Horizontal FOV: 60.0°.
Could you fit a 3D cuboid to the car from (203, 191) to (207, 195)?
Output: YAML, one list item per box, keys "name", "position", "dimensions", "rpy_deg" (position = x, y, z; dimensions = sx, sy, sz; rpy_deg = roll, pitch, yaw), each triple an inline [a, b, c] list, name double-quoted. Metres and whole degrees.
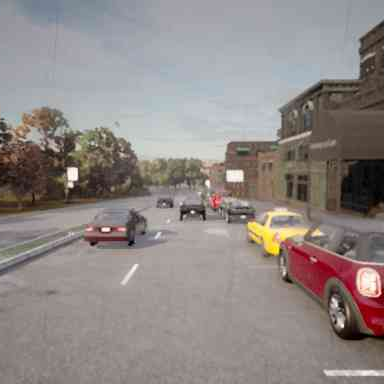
- name: "car"
  position: [3.139, 0.999, 51.186]
  dimensions: [1.946, 1.575, 5.366]
  rpy_deg: [0, 1, 0]

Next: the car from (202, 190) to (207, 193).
- name: "car"
  position: [3.182, 0.939, 58.057]
  dimensions: [2.231, 1.521, 4.892]
  rpy_deg: [0, 1, 1]

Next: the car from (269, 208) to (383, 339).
- name: "car"
  position: [3.219, 1.291, 6.643]
  dimensions: [2.185, 1.767, 4.553]
  rpy_deg: [0, 1, 0]

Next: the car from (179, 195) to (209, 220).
- name: "car"
  position: [0.059, 1.238, 25.606]
  dimensions: [1.882, 1.535, 5.008]
  rpy_deg: [0, 1, 0]

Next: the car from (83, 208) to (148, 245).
- name: "car"
  position: [-3.170, 1.409, 14.711]
  dimensions: [2.033, 1.411, 5.357]
  rpy_deg: [0, 1, 0]

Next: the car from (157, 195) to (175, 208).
- name: "car"
  position: [-3.218, 1.121, 41.116]
  dimensions: [1.837, 1.490, 4.892]
  rpy_deg: [0, 1, 0]

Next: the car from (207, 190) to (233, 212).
- name: "car"
  position: [3.170, 0.906, 34.452]
  dimensions: [2.435, 2.045, 5.566]
  rpy_deg: [0, 1, 0]

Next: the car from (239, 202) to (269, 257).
- name: "car"
  position: [3.211, 1.360, 12.387]
  dimensions: [1.946, 1.575, 5.366]
  rpy_deg: [0, 1, 0]

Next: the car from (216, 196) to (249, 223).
- name: "car"
  position: [3.190, 1.263, 23.244]
  dimensions: [2.231, 1.521, 4.892]
  rpy_deg: [0, 1, 0]

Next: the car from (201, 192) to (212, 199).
- name: "car"
  position: [3.099, 0.800, 72.968]
  dimensions: [2.231, 1.521, 4.892]
  rpy_deg: [0, 1, 0]

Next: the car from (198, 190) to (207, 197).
- name: "car"
  position: [3.057, 0.341, 95.099]
  dimensions: [2.435, 2.045, 5.566]
  rpy_deg: [0, 1, 0]

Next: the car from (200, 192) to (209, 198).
- name: "car"
  position: [3.083, 0.725, 84.055]
  dimensions: [2.163, 1.488, 4.792]
  rpy_deg: [0, 1, 0]

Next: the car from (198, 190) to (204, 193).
- name: "car"
  position: [3.109, 0.599, 67.475]
  dimensions: [2.435, 2.045, 5.566]
  rpy_deg: [0, 1, 0]

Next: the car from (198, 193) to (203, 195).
- name: "car"
  position: [0.032, 1.159, 41.626]
  dimensions: [2.033, 1.411, 5.357]
  rpy_deg: [0, 1, 0]
